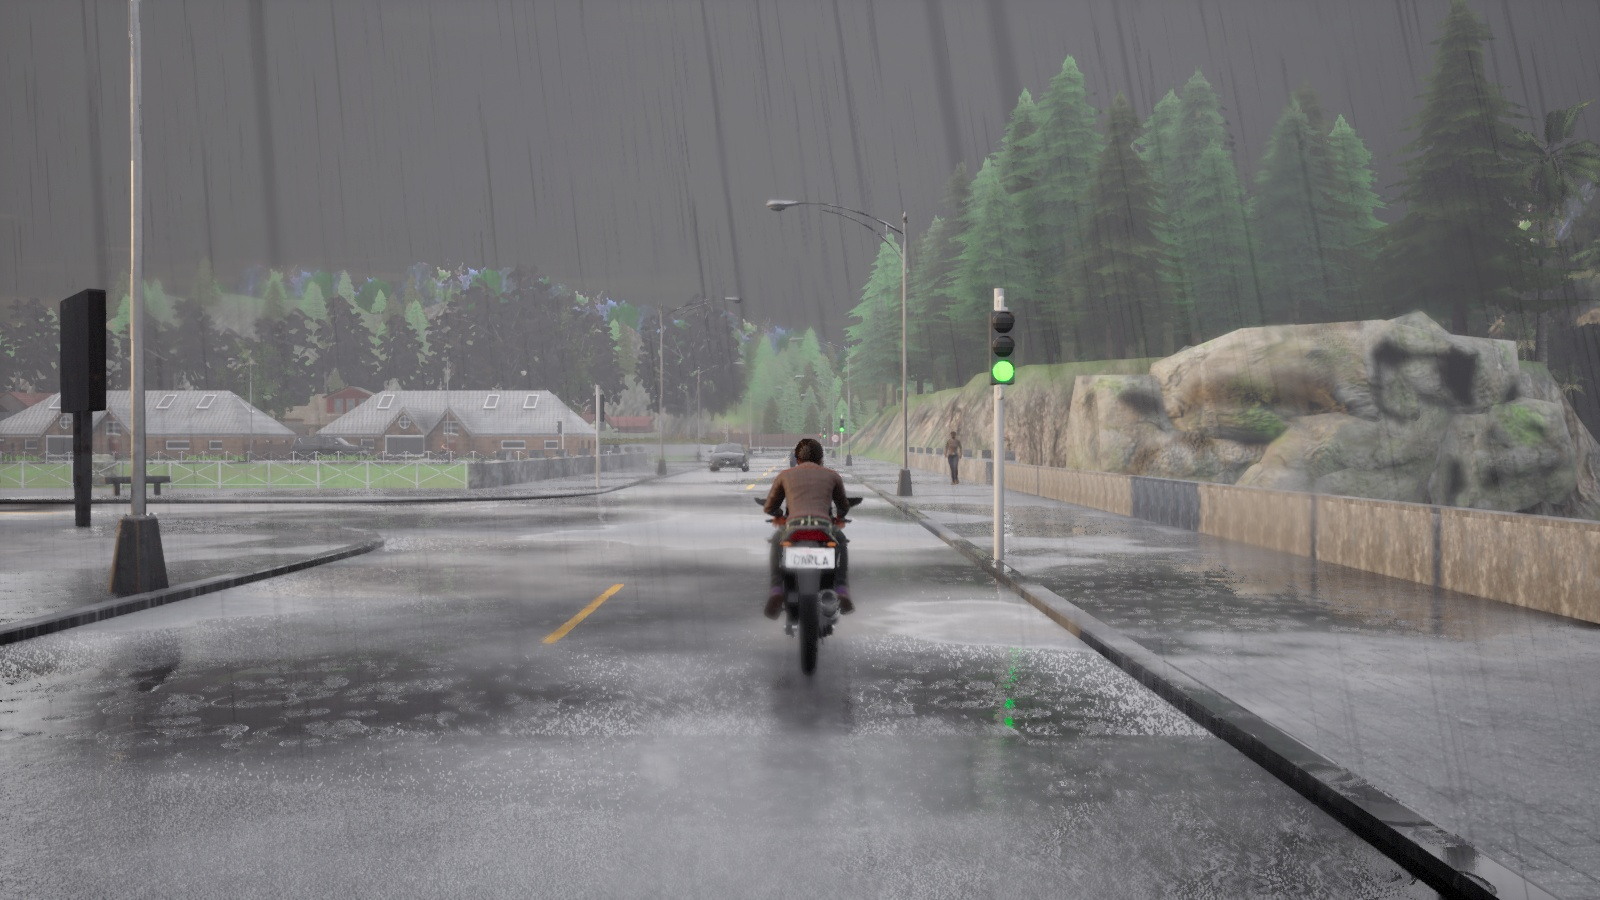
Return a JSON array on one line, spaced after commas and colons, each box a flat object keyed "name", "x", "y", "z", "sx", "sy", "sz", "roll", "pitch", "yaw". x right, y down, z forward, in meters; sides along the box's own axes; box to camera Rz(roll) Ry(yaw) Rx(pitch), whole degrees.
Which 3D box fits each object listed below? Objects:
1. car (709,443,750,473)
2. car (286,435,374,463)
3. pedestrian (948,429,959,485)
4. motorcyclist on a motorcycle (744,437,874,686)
[{"name": "car", "x": -3.637, "y": 0.379, "z": 65.415, "sx": 1.837, "sy": 1.490, "sz": 4.892, "roll": 0, "pitch": 0, "yaw": 0}, {"name": "car", "x": -33.913, "y": -0.074, "z": 90.734, "sx": 5.566, "sy": 2.045, "sz": 2.150, "roll": 0, "pitch": 0, "yaw": 0}, {"name": "pedestrian", "x": 5.077, "y": 0.226, "z": 41.437, "sx": 0.328, "sy": 1.805, "sz": 0.869, "roll": 0, "pitch": 0, "yaw": 9}, {"name": "motorcyclist on a motorcycle", "x": 0.061, "y": 0.679, "z": 8.718, "sx": 0.797, "sy": 1.523, "sz": 2.044, "roll": 0, "pitch": 0, "yaw": 0}]
